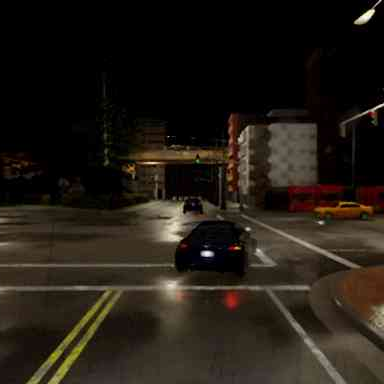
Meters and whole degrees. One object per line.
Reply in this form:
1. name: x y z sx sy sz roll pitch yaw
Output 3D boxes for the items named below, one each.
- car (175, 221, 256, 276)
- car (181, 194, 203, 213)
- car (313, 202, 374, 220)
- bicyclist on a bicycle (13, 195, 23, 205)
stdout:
1. car: 0.895 1.601 10.668 1.994 1.385 4.181 0 0 14
2. car: 0.102 1.411 37.656 2.097 1.767 4.553 0 0 0
3. car: 13.129 1.632 29.035 5.008 1.535 1.882 0 0 0
4. bicyclist on a bicycle: -29.336 1.391 55.986 0.582 1.620 1.656 0 0 44
